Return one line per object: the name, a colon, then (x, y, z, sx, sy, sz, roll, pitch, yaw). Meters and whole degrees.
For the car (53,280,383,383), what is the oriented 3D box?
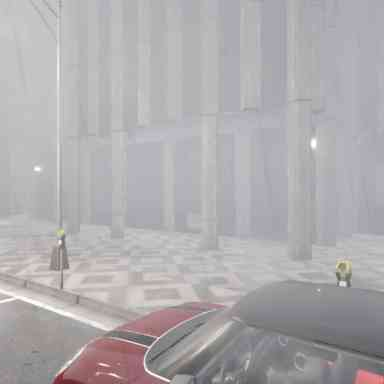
car: (0.744, 1.440, 2.436, 4.097, 1.590, 1.967, 0, 0, 35)
